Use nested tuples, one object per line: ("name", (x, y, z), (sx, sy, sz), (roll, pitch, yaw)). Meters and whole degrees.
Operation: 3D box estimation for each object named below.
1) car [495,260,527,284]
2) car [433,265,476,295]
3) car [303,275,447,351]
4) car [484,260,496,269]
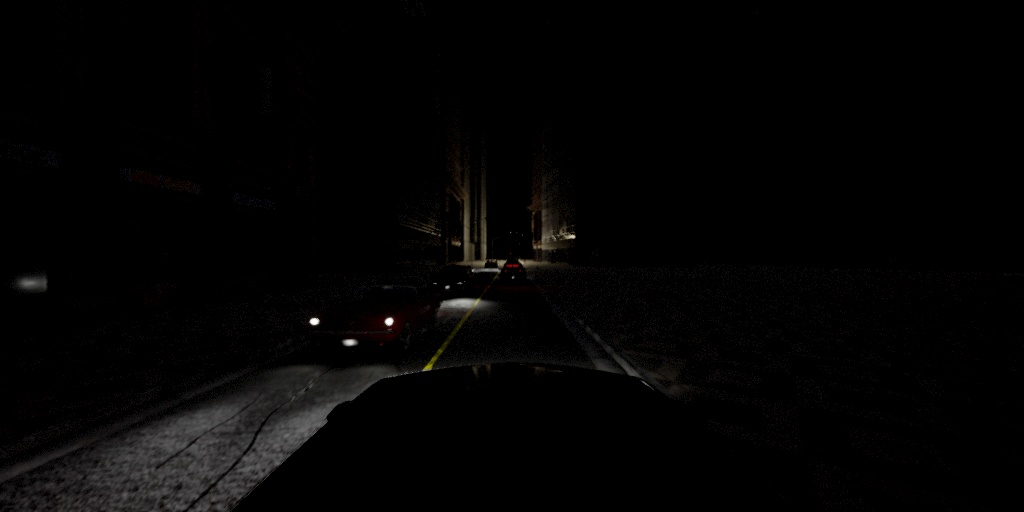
("car", (0.089, 1.208, 26.169), (2.128, 1.511, 4.902), (0, 0, 0))
("car", (-3.064, 1.234, 19.526), (1.837, 1.490, 4.892), (0, 0, 0))
("car", (-3.096, 1.344, 9.065), (1.895, 1.301, 4.718), (0, 0, 0))
("car", (-3.080, 1.241, 53.984), (1.895, 1.301, 4.718), (0, 0, 0))
